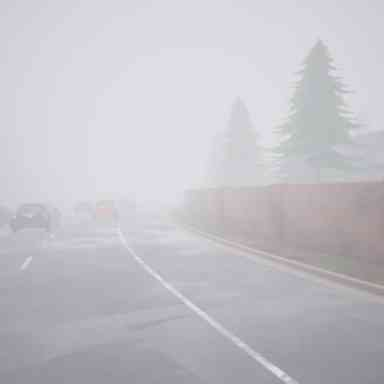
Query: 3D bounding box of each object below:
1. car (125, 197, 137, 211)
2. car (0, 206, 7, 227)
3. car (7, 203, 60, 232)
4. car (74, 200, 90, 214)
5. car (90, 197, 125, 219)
[{"bbox_3d":[-8.262,1.469,42.184,2.097,1.767,4.553,0,0,0],"label":"car"},{"bbox_3d":[-13.817,1.700,23.533,1.994,1.385,4.181,0,0,-11],"label":"car"},{"bbox_3d":[-9.769,1.453,21.150,2.097,1.767,4.553,0,0,-13],"label":"car"},{"bbox_3d":[-11.747,1.630,37.438,2.128,1.511,4.902,0,0,-2],"label":"car"},{"bbox_3d":[-7.797,1.451,30.973,2.097,1.767,4.553,0,0,-7],"label":"car"}]
